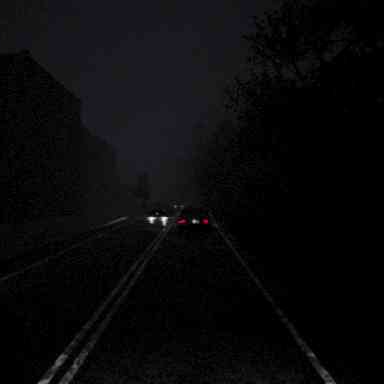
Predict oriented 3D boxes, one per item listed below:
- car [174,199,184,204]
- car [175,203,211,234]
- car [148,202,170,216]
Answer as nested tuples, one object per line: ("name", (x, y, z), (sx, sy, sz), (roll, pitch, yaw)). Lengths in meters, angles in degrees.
("car", (-2.933, 2.269, 76.171), (1.837, 1.490, 4.892), (0, -1, 0))
("car", (0.128, 1.581, 19.549), (2.033, 1.411, 5.357), (0, 0, 0))
("car", (-3.276, 1.694, 34.058), (2.033, 1.411, 5.357), (0, -1, 0))
